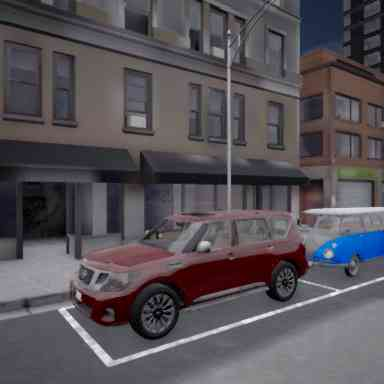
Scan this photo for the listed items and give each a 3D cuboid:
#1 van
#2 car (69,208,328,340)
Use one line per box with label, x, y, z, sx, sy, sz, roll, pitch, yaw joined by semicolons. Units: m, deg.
van;4.732;1.339;9.909;3.998;1.788;1.690;0;0;-36
car;0.253;1.314;6.715;5.009;1.841;2.192;0;0;-35
